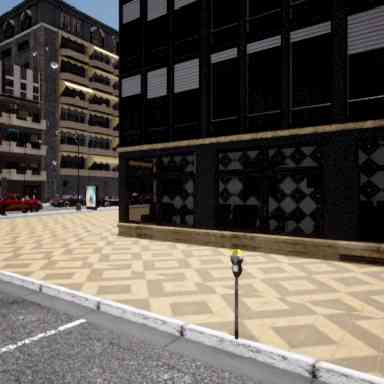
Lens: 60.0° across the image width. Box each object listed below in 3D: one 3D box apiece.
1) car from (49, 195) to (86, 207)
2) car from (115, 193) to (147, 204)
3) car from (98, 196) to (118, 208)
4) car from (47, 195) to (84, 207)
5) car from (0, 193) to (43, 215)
[{"bbox_3d":[-14.674,1.079,40.265,1.994,1.385,4.181,0,1,35],"label":"car"},{"bbox_3d":[-8.869,0.850,48.509,1.812,1.442,4.674,0,1,35],"label":"car"},{"bbox_3d":[-9.247,1.070,37.891,1.947,1.339,4.313,1,2,35],"label":"car"},{"bbox_3d":[-16.141,1.071,42.654,1.802,1.307,4.206,1,2,35],"label":"car"},{"bbox_3d":[-15.620,1.026,28.805,2.192,1.841,5.009,1,2,35],"label":"car"}]
